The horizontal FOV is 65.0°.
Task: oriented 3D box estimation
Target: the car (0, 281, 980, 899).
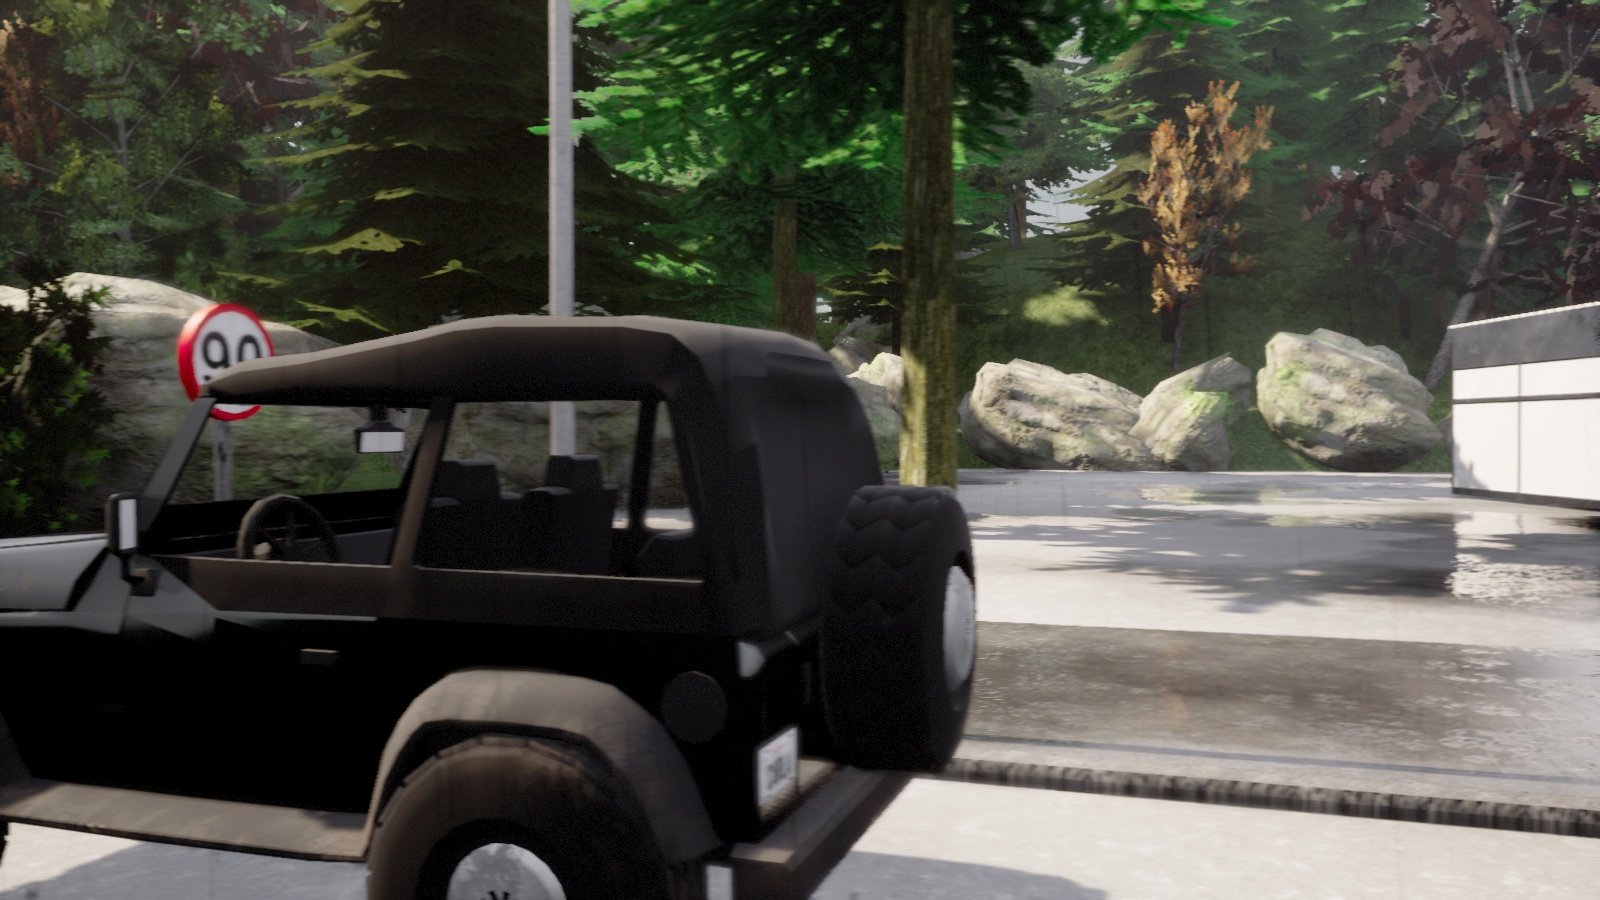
[{"bbox_3d":[-1.496,0.545,4.221,3.866,1.878,1.905,1,1,19],"label":"car"}]
